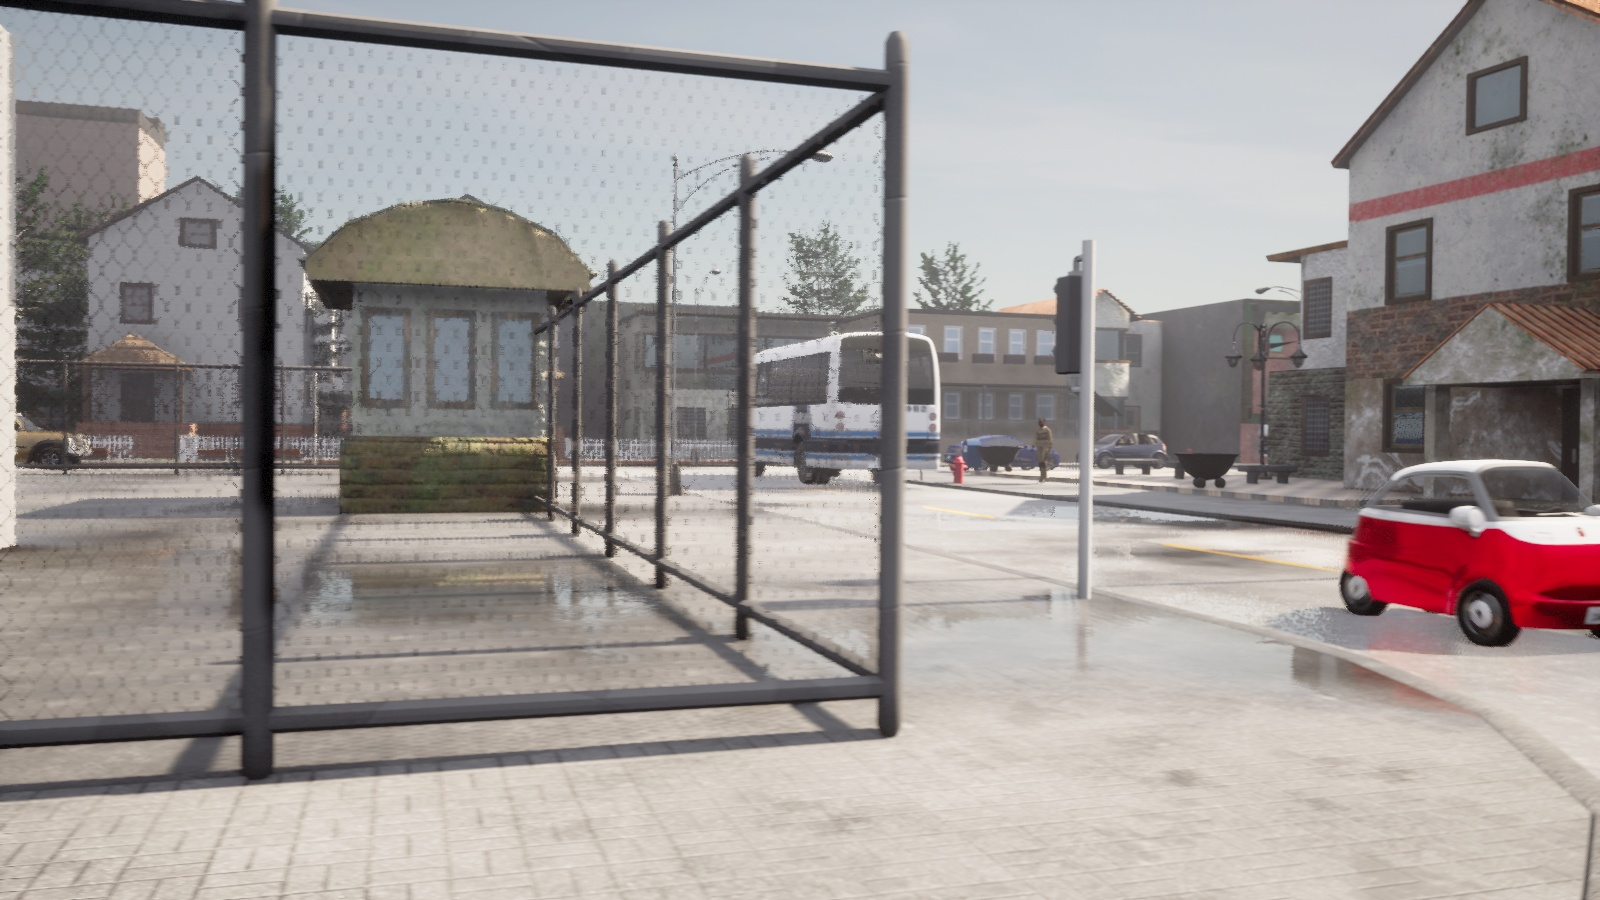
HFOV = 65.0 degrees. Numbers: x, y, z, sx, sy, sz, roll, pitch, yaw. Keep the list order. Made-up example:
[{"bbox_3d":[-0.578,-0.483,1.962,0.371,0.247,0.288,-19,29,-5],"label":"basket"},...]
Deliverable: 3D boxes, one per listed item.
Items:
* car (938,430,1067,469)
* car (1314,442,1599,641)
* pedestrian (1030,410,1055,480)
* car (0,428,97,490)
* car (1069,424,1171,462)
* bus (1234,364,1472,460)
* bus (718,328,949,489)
[{"bbox_3d":[7.993,-0.037,49.589,4.674,1.442,1.812,-1,1,-18],"label":"car"},{"bbox_3d":[5.511,0.635,10.087,1.481,1.376,2.207,-1,1,-17],"label":"car"},{"bbox_3d":[6.765,-0.139,35.057,0.396,1.930,0.692,0,1,39],"label":"pedestrian"},{"bbox_3d":[-24.806,0.277,39.217,4.605,1.855,1.932,-1,1,-16],"label":"car"},{"bbox_3d":[14.165,-0.328,55.669,3.988,1.617,1.851,-1,1,-18],"label":"car"},{"bbox_3d":[26.131,-1.793,59.411,10.273,4.253,3.944,-1,1,-18],"label":"bus"},{"bbox_3d":[0.643,-1.190,38.749,3.944,4.253,10.273,-1,1,-17],"label":"bus"}]
